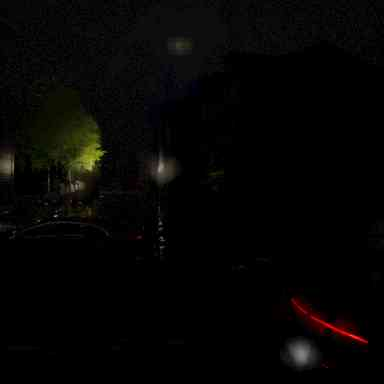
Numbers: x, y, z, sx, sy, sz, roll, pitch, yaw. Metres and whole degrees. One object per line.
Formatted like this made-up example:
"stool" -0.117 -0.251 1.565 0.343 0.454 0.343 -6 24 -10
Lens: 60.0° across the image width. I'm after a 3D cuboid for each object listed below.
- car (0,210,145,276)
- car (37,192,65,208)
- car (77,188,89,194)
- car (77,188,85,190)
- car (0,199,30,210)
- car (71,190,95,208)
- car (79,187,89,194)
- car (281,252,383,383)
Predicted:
"car" -3.817 1.453 9.429 4.902 1.511 2.128 1 1 -11
"car" -14.038 0.787 33.381 1.812 1.442 4.674 1 1 -11
"car" -24.938 -0.237 76.311 2.008 1.369 4.403 2 1 -11
"car" -17.327 0.340 51.140 1.882 1.535 5.008 1 1 -11
"car" -11.672 1.125 20.816 1.994 1.385 4.181 1 1 -10
"car" -11.242 0.815 34.400 1.812 1.442 4.674 1 1 -11
"car" -25.346 -0.307 78.241 1.752 1.417 4.829 2 1 -11
"car" 3.558 1.506 4.084 4.892 1.490 1.837 0 0 -11
